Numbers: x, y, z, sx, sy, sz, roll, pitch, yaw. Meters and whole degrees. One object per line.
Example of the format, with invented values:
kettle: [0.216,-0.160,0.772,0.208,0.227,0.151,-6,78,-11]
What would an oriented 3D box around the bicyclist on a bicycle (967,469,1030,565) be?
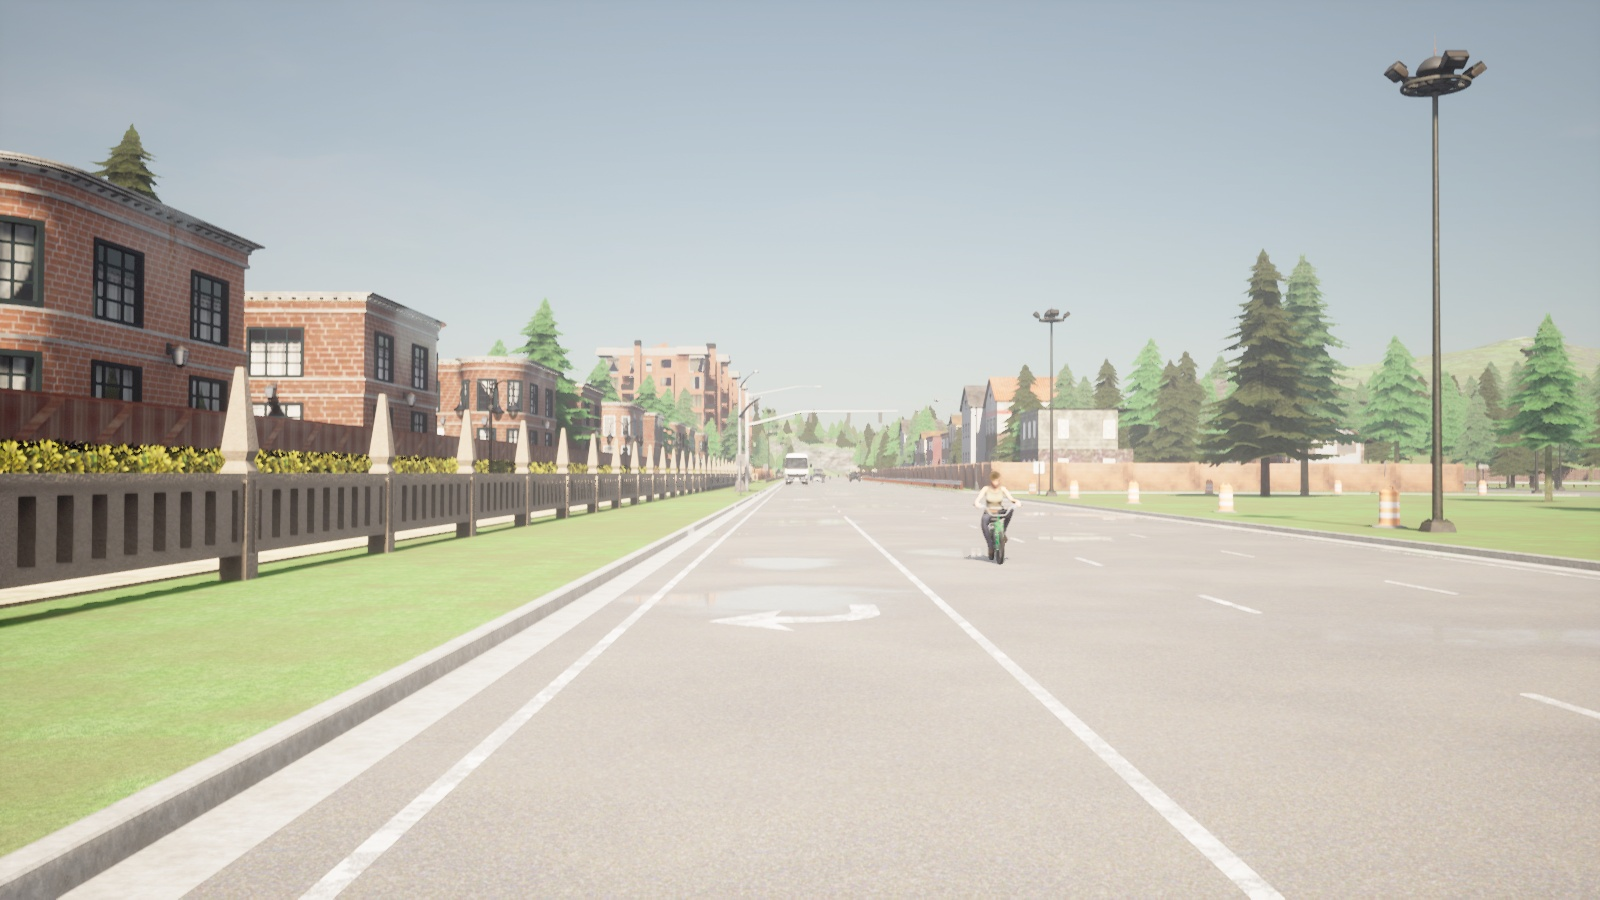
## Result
bicyclist on a bicycle: [3.452,1.139,21.953,0.866,1.612,1.509,0,-1,0]
